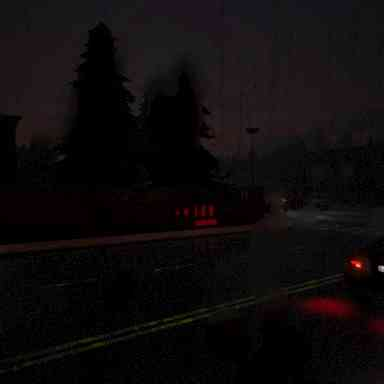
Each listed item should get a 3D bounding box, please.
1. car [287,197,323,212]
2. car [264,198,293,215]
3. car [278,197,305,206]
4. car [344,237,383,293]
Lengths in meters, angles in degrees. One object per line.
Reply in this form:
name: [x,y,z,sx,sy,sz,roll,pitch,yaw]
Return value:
car: [12.921,1.352,38.928,2.097,1.767,4.553,0,0,-35]
car: [7.611,1.601,34.309,1.895,1.301,4.718,0,0,-35]
car: [17.160,1.564,57.564,1.994,1.385,4.181,0,0,-35]
car: [5.788,1.547,7.900,5.357,1.411,2.033,0,0,-35]
